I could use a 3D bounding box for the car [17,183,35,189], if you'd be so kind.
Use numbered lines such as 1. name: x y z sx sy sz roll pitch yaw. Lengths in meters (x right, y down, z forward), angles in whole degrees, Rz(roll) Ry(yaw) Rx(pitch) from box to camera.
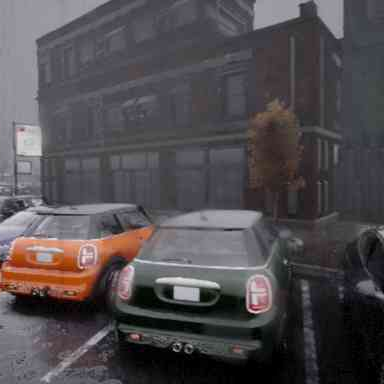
1. car: -24.141 -0.123 44.517 4.792 1.488 2.163 1 3 16

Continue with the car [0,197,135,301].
1. car: -1.811 1.028 7.538 2.185 1.767 4.553 0 2 17

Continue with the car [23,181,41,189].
1. car: -22.415 -0.538 46.910 5.566 2.045 2.435 1 3 16

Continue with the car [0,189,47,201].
1. car: -6.555 0.935 11.239 2.185 1.767 4.553 0 2 17

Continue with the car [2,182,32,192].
1. car: -32.530 -0.918 61.877 4.553 1.767 2.185 -1 2 16

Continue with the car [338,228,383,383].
1. car: 2.974 1.276 3.899 2.163 1.488 4.792 1 2 17

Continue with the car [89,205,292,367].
1. car: 0.574 1.074 5.717 2.185 1.767 4.553 0 2 17

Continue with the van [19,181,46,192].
1. van: -30.850 -1.154 64.334 4.442 1.987 1.878 -1 2 16

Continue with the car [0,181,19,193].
1. car: -34.242 -0.908 59.412 5.566 2.045 2.435 -1 2 16

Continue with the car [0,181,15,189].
1. car: -25.817 -0.270 42.117 5.566 2.045 2.435 1 3 16
